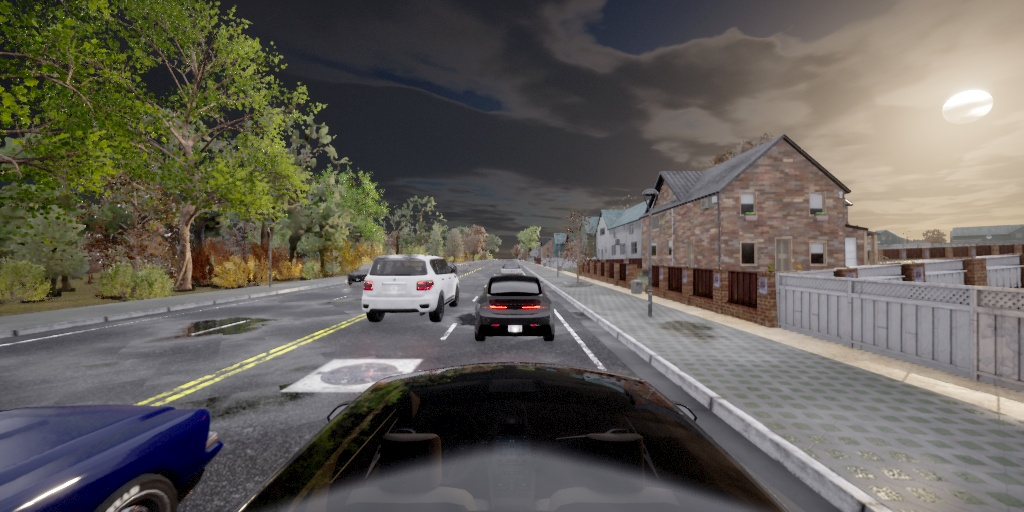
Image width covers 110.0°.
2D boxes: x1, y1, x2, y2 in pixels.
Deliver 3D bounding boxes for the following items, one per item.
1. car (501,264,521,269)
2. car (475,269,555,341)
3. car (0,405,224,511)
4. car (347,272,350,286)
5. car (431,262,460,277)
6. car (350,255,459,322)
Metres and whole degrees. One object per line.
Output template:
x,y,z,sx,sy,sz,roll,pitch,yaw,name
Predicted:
-0.089,1.380,33.235,1.895,1.301,4.718,0,0,-2,car
0.052,1.262,9.860,1.837,1.490,4.892,0,0,0,car
-3.146,1.350,0.592,1.895,1.301,4.718,0,0,-1,car
-9.992,1.248,25.681,1.882,1.535,5.008,0,0,0,car
-6.812,1.331,37.255,2.033,1.411,5.357,0,0,0,car
-3.211,0.981,12.403,2.150,2.045,5.566,0,0,0,car
